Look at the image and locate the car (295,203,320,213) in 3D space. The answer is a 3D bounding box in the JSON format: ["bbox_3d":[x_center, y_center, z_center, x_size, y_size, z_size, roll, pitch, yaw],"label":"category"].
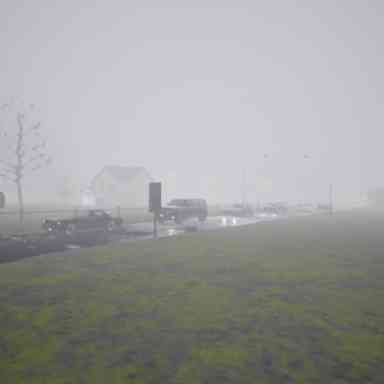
[{"bbox_3d":[16.179,2.277,46.985,1.895,1.301,4.718,1,0,35],"label":"car"}]

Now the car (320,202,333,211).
[{"bbox_3d":[22.011,2.370,55.229,1.994,1.385,4.181,1,0,35],"label":"car"}]

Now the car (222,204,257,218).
[{"bbox_3d":[5.306,1.996,36.684,2.033,1.411,5.357,1,0,35],"label":"car"}]

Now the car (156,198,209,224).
[{"bbox_3d":[-0.730,1.529,28.145,2.150,2.045,5.566,1,0,36],"label":"car"}]

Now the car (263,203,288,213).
[{"bbox_3d":[11.318,2.186,45.123,1.895,1.301,4.718,1,0,36],"label":"car"}]

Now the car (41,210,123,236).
[{"bbox_3d":[-6.488,1.771,20.007,1.895,1.301,4.718,1,0,35],"label":"car"}]
